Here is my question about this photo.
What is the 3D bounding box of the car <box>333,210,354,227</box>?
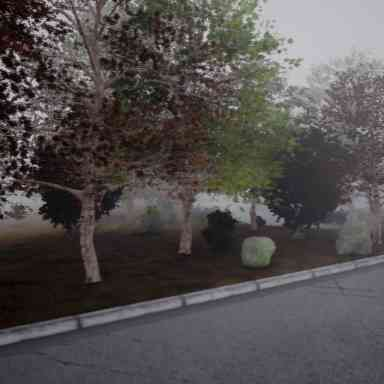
[{"bbox_3d":[9.370,1.611,23.829,1.837,1.490,4.892,-4,2,-45],"label":"car"}]
